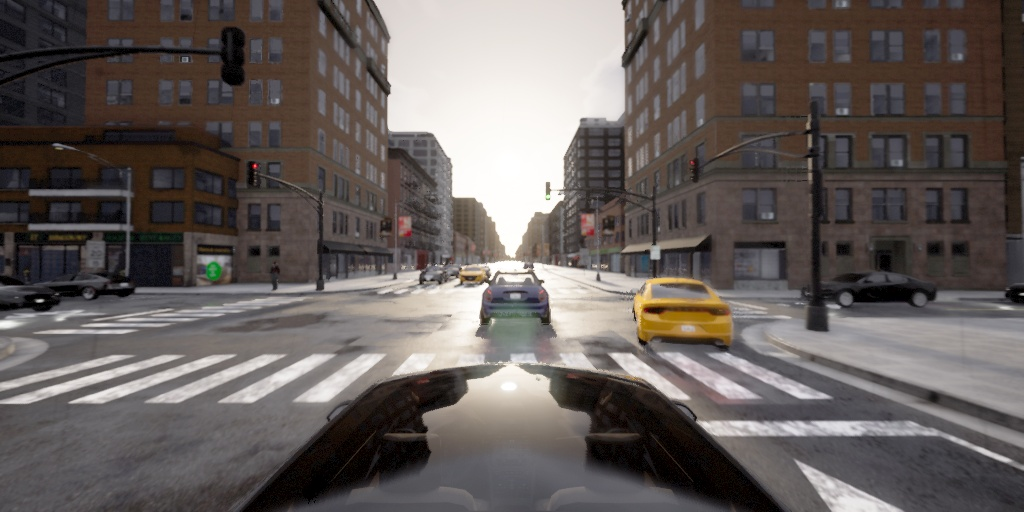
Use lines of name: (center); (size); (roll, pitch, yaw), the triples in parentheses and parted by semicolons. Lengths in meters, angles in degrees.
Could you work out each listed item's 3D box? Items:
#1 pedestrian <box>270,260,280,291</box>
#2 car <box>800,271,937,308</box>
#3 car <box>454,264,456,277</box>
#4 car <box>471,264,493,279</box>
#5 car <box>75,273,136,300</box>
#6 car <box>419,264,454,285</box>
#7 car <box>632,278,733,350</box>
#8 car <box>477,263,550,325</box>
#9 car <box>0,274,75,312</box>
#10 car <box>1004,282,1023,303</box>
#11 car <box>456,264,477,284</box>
pedestrian: (-14.138, 1.148, 21.389); (0.375, 1.860, 0.375); (0, -1, 0)
car: (15.885, 1.435, 16.167); (5.008, 1.535, 1.882); (0, -1, 2)
car: (-6.588, 1.682, 40.011); (2.128, 1.511, 4.902); (0, -1, 0)
car: (-3.339, 1.689, 40.620); (2.128, 1.511, 4.902); (0, -1, 0)
car: (-22.122, 1.526, 18.543); (4.313, 1.339, 1.948); (0, 0, 0)
car: (-6.607, 1.575, 30.589); (2.128, 1.511, 4.902); (0, -1, -1)
car: (4.307, 1.319, 9.572); (1.882, 1.535, 5.008); (-1, -1, 18)
car: (0.101, 1.228, 12.589); (2.097, 1.767, 4.553); (0, -1, 0)
car: (-19.582, 1.380, 13.053); (4.892, 1.490, 1.837); (0, -1, 0)
car: (25.392, 1.479, 16.119); (4.892, 1.490, 1.837); (0, -1, 0)
car: (-3.345, 1.568, 31.189); (1.882, 1.535, 5.008); (0, -1, 0)
